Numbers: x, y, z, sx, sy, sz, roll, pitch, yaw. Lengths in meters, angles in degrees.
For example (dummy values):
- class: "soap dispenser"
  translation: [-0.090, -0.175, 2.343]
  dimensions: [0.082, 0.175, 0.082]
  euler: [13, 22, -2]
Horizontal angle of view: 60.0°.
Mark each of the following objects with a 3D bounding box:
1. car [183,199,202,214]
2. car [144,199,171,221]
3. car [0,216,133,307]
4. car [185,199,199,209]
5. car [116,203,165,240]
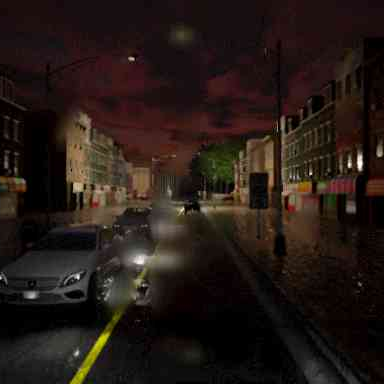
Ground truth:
- class: "car"
  translation: [0.031, 1.667, 38.479]
  dimensions: [1.837, 1.490, 4.892]
  euler: [0, 0, 0]
- class: "car"
  translation: [-2.820, 1.613, 28.326]
  dimensions: [2.128, 1.511, 4.902]
  euler: [0, 0, 0]
- class: "car"
  translation: [-2.844, 1.563, 8.212]
  dimensions: [1.812, 1.442, 4.674]
  euler: [0, 0, 0]
- class: "car"
  translation: [0.045, 1.782, 49.388]
  dimensions: [1.994, 1.385, 4.181]
  euler: [0, 0, 0]
- class: "car"
  translation: [-2.837, 1.564, 17.546]
  dimensions: [2.128, 1.511, 4.902]
  euler: [0, 0, 0]
